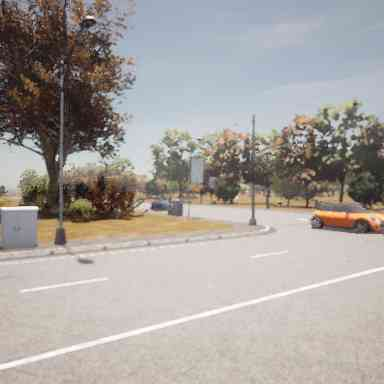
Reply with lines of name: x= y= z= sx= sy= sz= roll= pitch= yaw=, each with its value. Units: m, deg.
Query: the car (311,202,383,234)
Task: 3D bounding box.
car: x=9.728 y=1.507 z=20.519 sx=2.097 sy=1.767 sz=4.553 roll=1 pitch=0 yaw=-32

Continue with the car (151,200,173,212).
car: x=-3.587 y=1.685 z=41.576 sx=1.812 sy=1.442 sz=4.674 roll=1 pitch=0 yaw=-33
